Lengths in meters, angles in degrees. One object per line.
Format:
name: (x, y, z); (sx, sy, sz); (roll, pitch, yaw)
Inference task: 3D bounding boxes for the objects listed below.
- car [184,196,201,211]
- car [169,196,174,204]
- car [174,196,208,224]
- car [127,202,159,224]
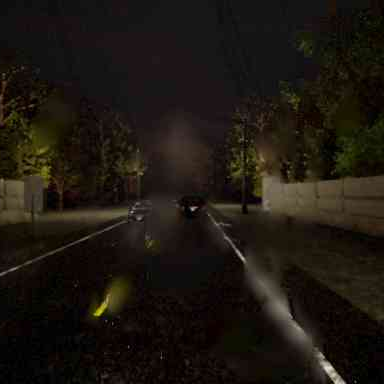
car: (0.079, 1.432, 43.079); (2.097, 1.767, 4.553); (0, 0, 0)
car: (-3.528, 1.590, 66.680); (2.128, 1.511, 4.902); (0, 0, 0)
car: (0.066, 1.278, 25.212); (2.150, 2.045, 5.566); (0, 0, 0)
car: (-3.609, 1.551, 25.162); (2.128, 1.511, 4.902); (0, 0, 0)
